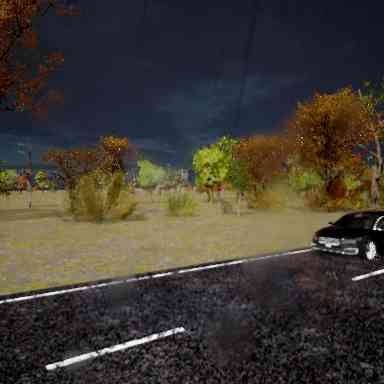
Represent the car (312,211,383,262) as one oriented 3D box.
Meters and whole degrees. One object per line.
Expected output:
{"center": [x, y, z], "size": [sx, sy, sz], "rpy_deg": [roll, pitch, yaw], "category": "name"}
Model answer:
{"center": [6.425, 1.493, 12.263], "size": [4.892, 1.490, 1.837], "rpy_deg": [0, 0, -35], "category": "car"}
